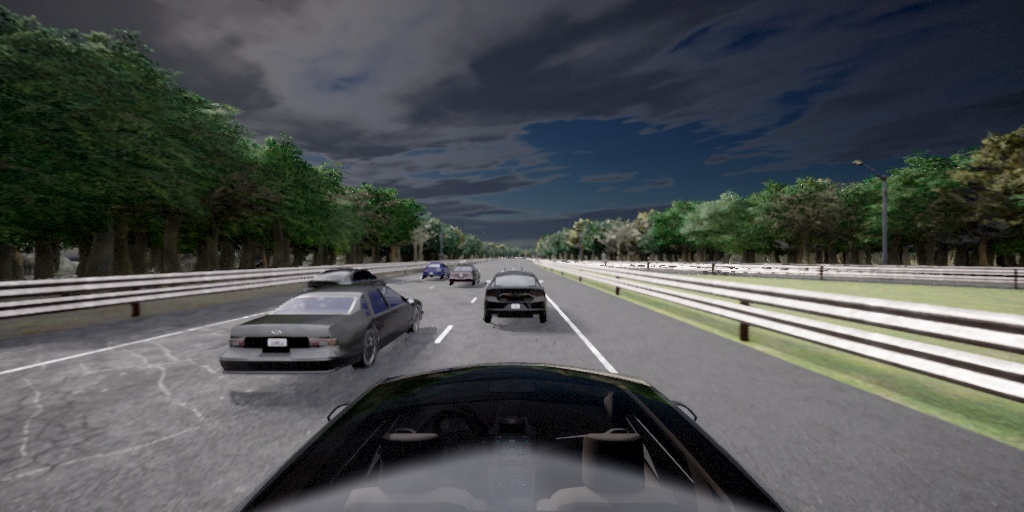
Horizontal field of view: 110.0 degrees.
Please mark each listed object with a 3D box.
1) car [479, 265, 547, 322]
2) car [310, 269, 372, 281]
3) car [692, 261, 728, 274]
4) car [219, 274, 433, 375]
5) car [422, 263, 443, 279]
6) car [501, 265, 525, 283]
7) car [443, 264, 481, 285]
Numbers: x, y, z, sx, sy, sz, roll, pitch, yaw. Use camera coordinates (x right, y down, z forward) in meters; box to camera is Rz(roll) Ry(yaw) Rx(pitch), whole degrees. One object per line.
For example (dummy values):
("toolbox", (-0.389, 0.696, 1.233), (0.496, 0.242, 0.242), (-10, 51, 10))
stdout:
("car", (0.100, 1.250, 12.425), (1.882, 1.535, 5.008), (0, 0, 0))
("car", (-6.894, 1.277, 15.289), (1.837, 1.490, 4.892), (1, 0, 0))
("car", (25.940, 1.500, 46.842), (2.033, 1.649, 4.856), (0, 0, -23))
("car", (-3.406, 1.310, 7.730), (2.033, 1.411, 5.357), (0, 0, 0))
("car", (-6.898, 1.333, 32.904), (1.812, 1.442, 4.674), (0, -1, 0))
("car", (0.102, 1.424, 30.256), (1.895, 1.301, 4.718), (0, 0, 0))
("car", (-3.397, 1.358, 26.377), (2.033, 1.411, 5.357), (0, 0, 0))
